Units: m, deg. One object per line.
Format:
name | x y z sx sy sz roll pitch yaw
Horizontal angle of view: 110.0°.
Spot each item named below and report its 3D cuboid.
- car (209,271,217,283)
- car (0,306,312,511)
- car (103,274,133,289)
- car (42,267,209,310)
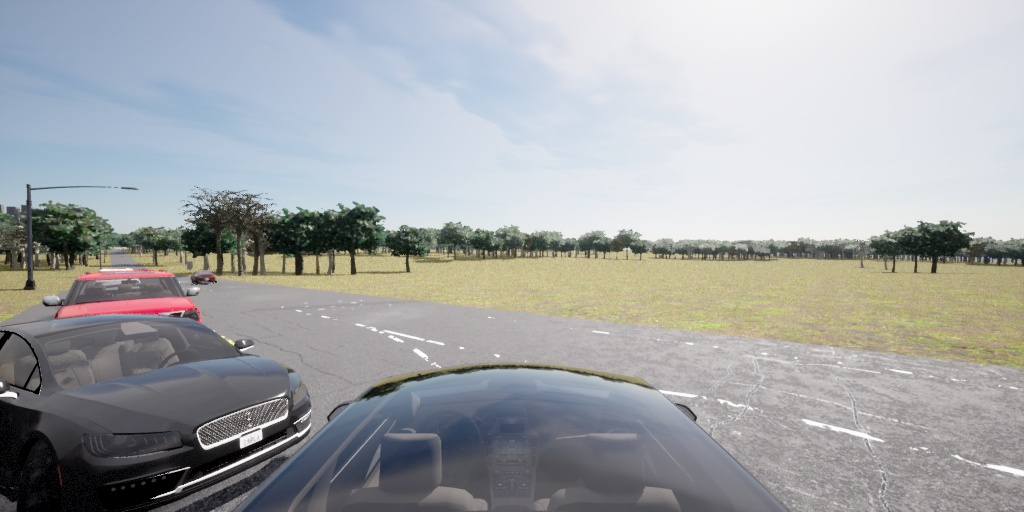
car | -36.290 2.468 42.164 4.674 1.442 1.812 -2 0 42
car | -4.502 1.445 4.019 4.892 1.490 1.837 -3 -3 22
car | -41.656 2.666 37.966 1.895 1.301 4.718 -1 0 -45
car | -9.341 1.386 8.740 5.566 2.045 2.150 -2 0 42
